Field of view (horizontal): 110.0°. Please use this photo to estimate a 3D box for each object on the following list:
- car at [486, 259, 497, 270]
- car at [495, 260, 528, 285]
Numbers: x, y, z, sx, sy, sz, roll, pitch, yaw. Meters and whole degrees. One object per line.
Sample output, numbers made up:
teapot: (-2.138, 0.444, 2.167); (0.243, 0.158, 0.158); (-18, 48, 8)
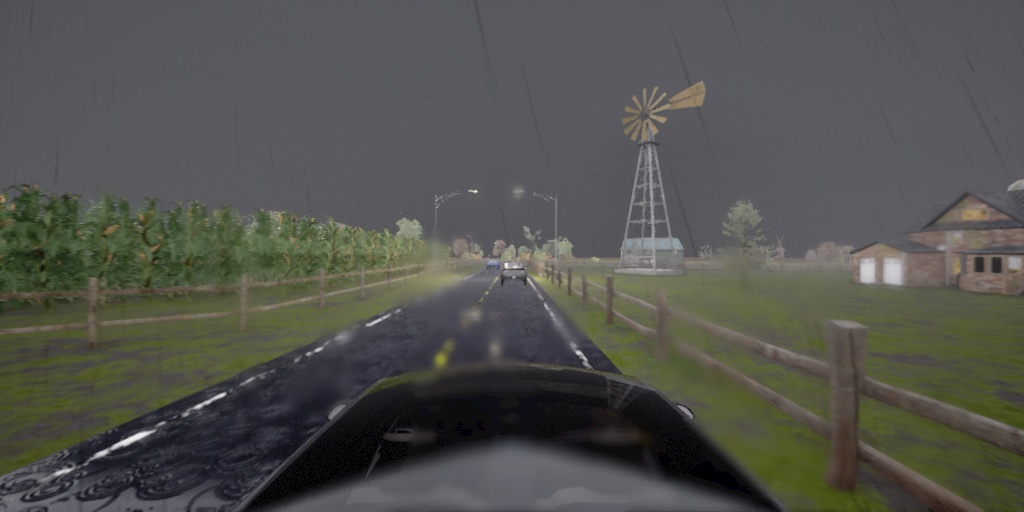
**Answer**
car: (-2.831, 1.231, 54.134); (1.882, 1.535, 5.008); (0, 0, 0)
car: (0.126, 1.234, 26.322); (2.128, 1.511, 4.902); (0, 0, 0)
